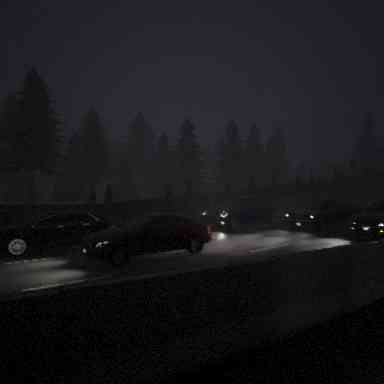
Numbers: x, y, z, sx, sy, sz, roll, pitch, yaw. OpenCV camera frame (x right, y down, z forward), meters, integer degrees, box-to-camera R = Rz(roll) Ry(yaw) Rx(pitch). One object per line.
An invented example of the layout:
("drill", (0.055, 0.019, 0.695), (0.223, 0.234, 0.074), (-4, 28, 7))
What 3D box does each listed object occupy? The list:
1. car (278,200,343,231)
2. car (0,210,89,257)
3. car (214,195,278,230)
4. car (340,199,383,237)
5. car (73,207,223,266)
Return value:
("car", (6.995, 1.114, 17.471), (4.718, 1.301, 1.895), (-4, 3, -34))
("car", (-5.340, 1.489, 13.048), (4.892, 1.490, 1.837), (-1, 0, -35))
("car", (2.735, 1.025, 18.769), (4.553, 1.767, 2.097), (-4, 2, -35))
("car", (8.763, 1.047, 14.372), (4.892, 1.490, 1.837), (-4, 2, -35))
("car", (-1.393, 1.473, 11.549), (4.674, 1.442, 1.812), (-1, 1, -35))
